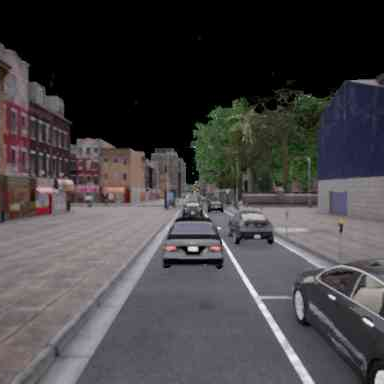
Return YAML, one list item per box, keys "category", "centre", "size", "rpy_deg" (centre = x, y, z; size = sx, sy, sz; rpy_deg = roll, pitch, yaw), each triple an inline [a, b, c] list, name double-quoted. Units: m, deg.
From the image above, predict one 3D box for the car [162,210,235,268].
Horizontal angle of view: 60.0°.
- category: "car"
  centre: [0.046, 1.553, 11.286]
  size: [2.033, 1.411, 5.357]
  rpy_deg: [0, 0, 0]

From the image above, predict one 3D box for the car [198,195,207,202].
- category: "car"
  centre: [2.644, 1.644, 86.943]
  size: [2.192, 1.841, 5.009]
  rpy_deg: [-1, 0, 0]

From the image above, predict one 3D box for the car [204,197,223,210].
- category: "car"
  centre: [2.638, 1.627, 38.077]
  size: [1.947, 1.339, 4.313]
  rpy_deg: [-1, 0, 0]

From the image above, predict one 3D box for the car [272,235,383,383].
- category: "car"
  centre: [2.631, 1.552, 4.345]
  size: [2.008, 1.369, 4.403]
  rpy_deg: [-1, 0, 0]

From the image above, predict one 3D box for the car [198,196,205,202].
- category: "car"
  centre: [2.649, 1.900, 92.562]
  size: [1.752, 1.417, 4.829]
  rpy_deg: [-1, 0, 0]

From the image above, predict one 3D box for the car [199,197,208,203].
- category: "car"
  centre: [2.646, 1.776, 76.210]
  size: [1.752, 1.417, 4.829]
  rpy_deg: [-1, 0, 0]

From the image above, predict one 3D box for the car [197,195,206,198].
- category: "car"
  centre: [2.645, 1.765, 70.591]
  size: [2.008, 1.369, 4.403]
  rpy_deg: [-1, 0, 0]

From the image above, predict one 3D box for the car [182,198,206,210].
- category: "car"
  centre: [0.080, 1.564, 30.108]
  size: [1.812, 1.442, 4.674]
  rpy_deg: [0, 0, 0]

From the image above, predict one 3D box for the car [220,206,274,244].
- category: "car"
  centre: [2.633, 1.561, 15.590]
  size: [2.008, 1.369, 4.403]
  rpy_deg: [-1, 0, 0]
